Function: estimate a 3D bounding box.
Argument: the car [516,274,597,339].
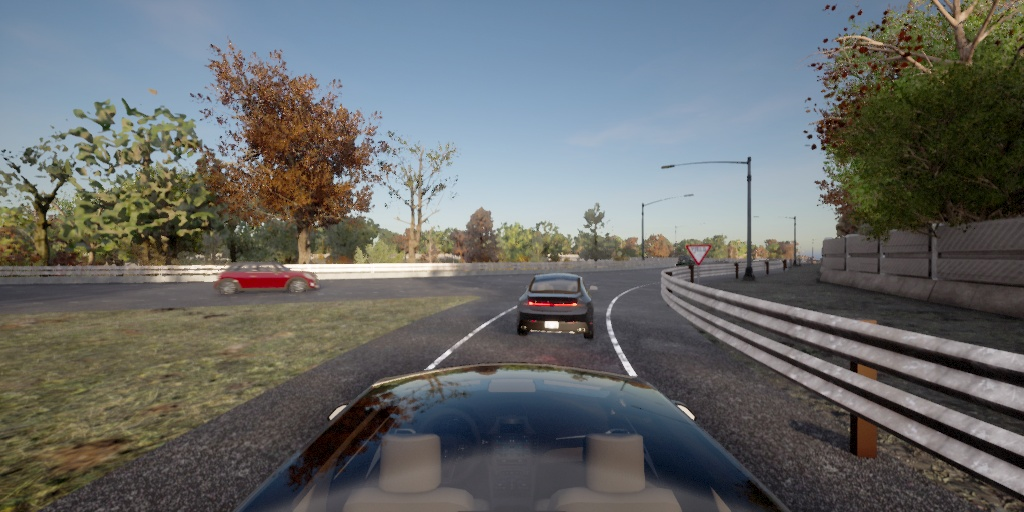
[{"bbox_3d":[1.342,1.252,10.182,1.837,1.490,4.892,0,0,11],"label":"car"}]

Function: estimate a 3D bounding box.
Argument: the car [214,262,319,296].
[{"bbox_3d":[-13.047,1.087,19.401,4.553,1.767,2.097,0,0,-21],"label":"car"}]

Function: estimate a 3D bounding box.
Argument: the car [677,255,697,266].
[{"bbox_3d":[27.764,0.931,56.366,2.150,2.045,5.566,0,0,40],"label":"car"}]
